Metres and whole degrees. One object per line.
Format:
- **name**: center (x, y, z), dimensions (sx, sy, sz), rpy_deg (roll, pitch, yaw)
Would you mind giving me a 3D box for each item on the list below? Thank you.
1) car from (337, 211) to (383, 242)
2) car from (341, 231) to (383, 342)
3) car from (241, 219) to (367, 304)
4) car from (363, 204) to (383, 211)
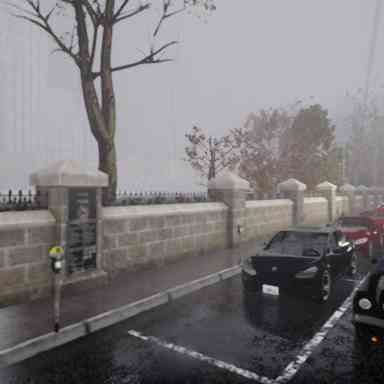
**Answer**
- **car**: center (6.229, 1.584, 12.852), dimensions (1.802, 1.307, 4.206), rpy_deg (0, 0, 37)
- **car**: center (4.198, 1.602, 5.800), dimensions (1.895, 1.301, 4.718), rpy_deg (0, 0, 37)
- **car**: center (2.861, 1.566, 8.340), dimensions (1.947, 1.339, 4.313), rpy_deg (0, 0, 37)
- **car**: center (9.597, 1.550, 17.361), dimensions (1.887, 1.381, 4.507), rpy_deg (0, 0, 37)
